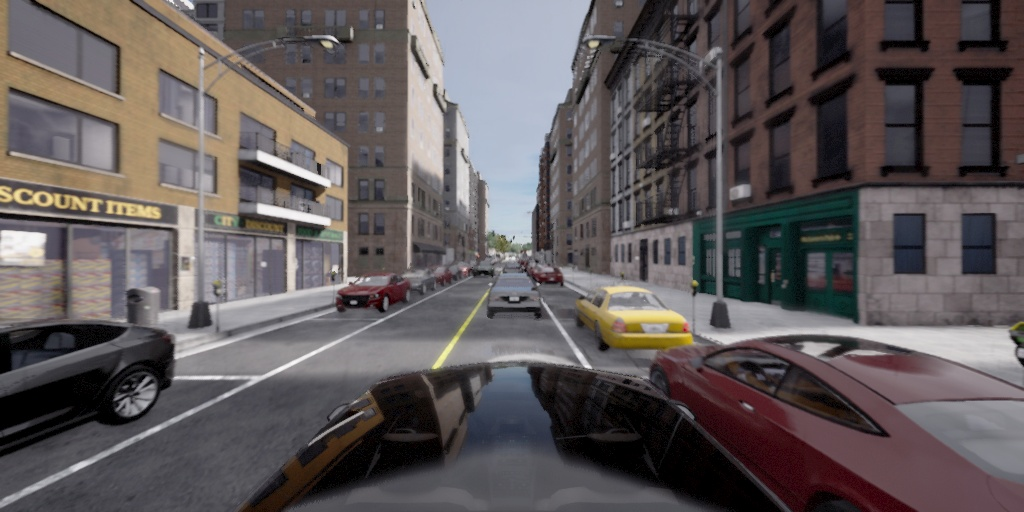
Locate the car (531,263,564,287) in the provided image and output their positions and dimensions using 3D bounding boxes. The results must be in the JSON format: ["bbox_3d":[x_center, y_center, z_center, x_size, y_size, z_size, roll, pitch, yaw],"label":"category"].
[{"bbox_3d":[2.636,1.396,25.807,1.888,1.381,4.507,0,0,0],"label":"car"}]

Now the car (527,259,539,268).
[{"bbox_3d":[2.636,1.314,31.490,1.967,1.591,4.097,0,0,0],"label":"car"}]

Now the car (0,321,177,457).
[{"bbox_3d":[-5.388,1.322,3.077,1.948,1.339,4.313,0,0,0],"label":"car"}]

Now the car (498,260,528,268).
[{"bbox_3d":[0.091,1.371,32.891,2.128,1.511,4.902,0,0,0],"label":"car"}]

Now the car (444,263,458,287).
[{"bbox_3d":[-5.389,1.396,25.807,1.888,1.381,4.507,0,0,0],"label":"car"}]

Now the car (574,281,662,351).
[{"bbox_3d":[2.637,1.305,8.930,1.751,1.417,4.829,0,0,0],"label":"car"}]

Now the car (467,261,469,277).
[{"bbox_3d":[-5.389,1.337,37.171,1.967,1.591,4.097,0,0,0],"label":"car"}]

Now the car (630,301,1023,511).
[{"bbox_3d":[2.637,1.338,3.078,1.802,1.307,4.207,0,0,0],"label":"car"}]

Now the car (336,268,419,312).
[{"bbox_3d":[-5.388,1.349,14.442,1.888,1.381,4.507,0,0,0],"label":"car"}]

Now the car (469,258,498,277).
[{"bbox_3d":[-2.844,1.249,36.900,2.097,1.767,4.553,0,0,0],"label":"car"}]

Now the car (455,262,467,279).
[{"bbox_3d":[-5.389,1.440,31.489,1.948,1.339,4.313,0,0,0],"label":"car"}]

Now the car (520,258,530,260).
[{"bbox_3d":[2.635,1.259,48.536,2.192,1.841,5.009,0,0,0],"label":"car"}]

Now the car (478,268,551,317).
[{"bbox_3d":[0.084,1.347,13.303,2.033,1.411,5.357,0,0,0],"label":"car"}]

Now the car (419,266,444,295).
[{"bbox_3d":[-5.389,1.378,20.124,2.007,1.370,4.403,0,0,0],"label":"car"}]
